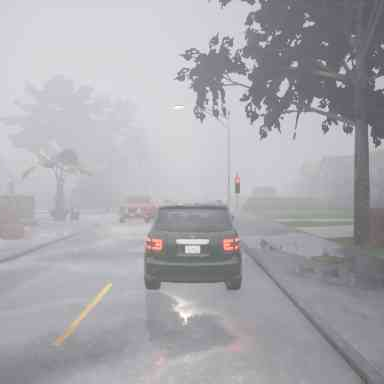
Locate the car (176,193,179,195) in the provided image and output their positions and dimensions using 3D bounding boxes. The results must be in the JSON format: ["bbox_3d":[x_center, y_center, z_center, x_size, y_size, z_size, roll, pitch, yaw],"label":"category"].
[{"bbox_3d":[-4.043,1.500,65.236,2.128,1.511,4.902,0,0,1],"label":"car"}]

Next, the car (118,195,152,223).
[{"bbox_3d":[-4.101,1.224,25.642,2.150,2.045,5.566,0,0,0],"label":"car"}]

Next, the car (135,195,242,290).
[{"bbox_3d":[0.036,1.222,9.226,2.150,2.045,5.566,0,0,0],"label":"car"}]

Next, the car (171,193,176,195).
[{"bbox_3d":[-4.096,1.357,52.461,2.097,1.767,4.553,0,0,0],"label":"car"}]

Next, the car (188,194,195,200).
[{"bbox_3d":[-0.007,1.366,88.182,1.812,1.442,4.674,0,0,0],"label":"car"}]

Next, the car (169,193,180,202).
[{"bbox_3d":[-4.006,1.233,76.710,2.150,2.045,5.566,0,0,0],"label":"car"}]
